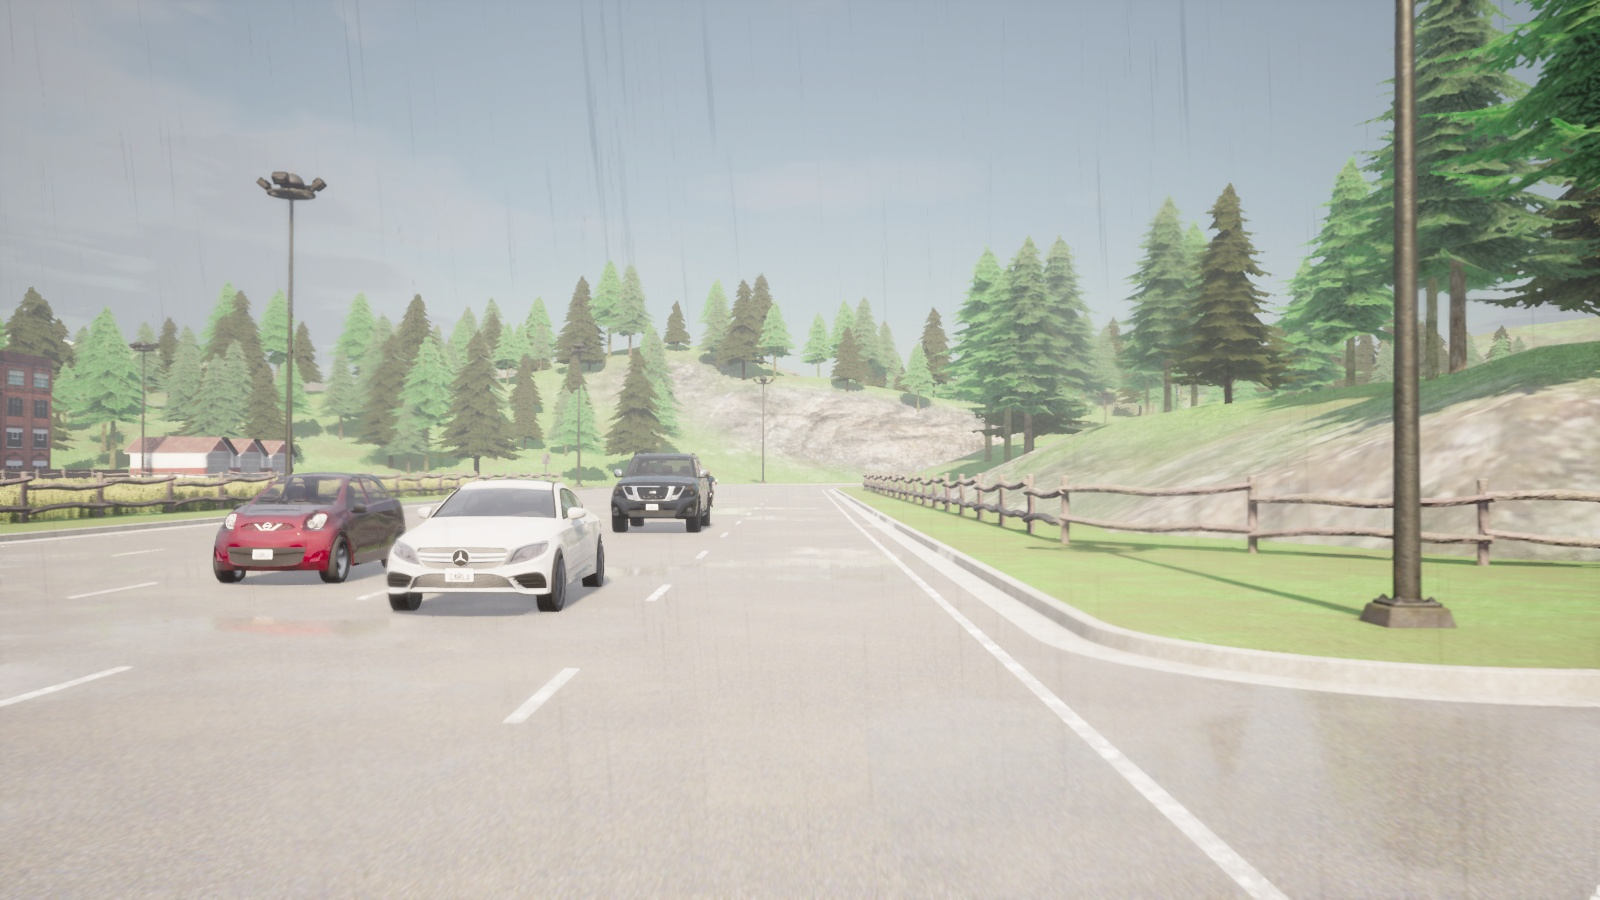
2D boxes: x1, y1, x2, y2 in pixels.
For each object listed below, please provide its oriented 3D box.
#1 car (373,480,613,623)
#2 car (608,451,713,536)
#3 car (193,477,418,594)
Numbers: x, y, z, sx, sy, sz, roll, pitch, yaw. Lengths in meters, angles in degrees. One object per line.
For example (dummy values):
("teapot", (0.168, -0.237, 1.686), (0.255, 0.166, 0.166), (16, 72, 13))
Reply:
("car", (-3.537, 1.112, 15.387), (1.812, 1.442, 4.674), (0, -1, 0))
("car", (-3.581, 1.104, 33.225), (2.150, 2.045, 5.566), (0, -1, 0))
("car", (-7.044, 1.163, 18.295), (1.845, 1.501, 3.633), (0, -1, 0))
